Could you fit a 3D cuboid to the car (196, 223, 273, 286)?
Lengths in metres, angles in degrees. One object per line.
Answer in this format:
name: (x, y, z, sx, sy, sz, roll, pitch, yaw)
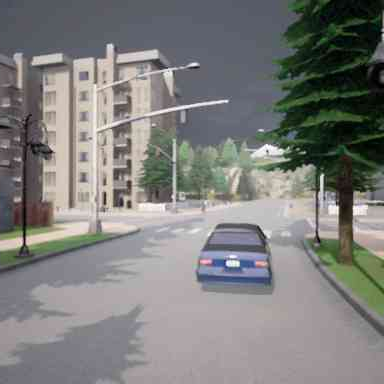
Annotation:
car: (1.326, 1.611, 9.674, 2.033, 1.411, 5.357, 0, 0, 10)
